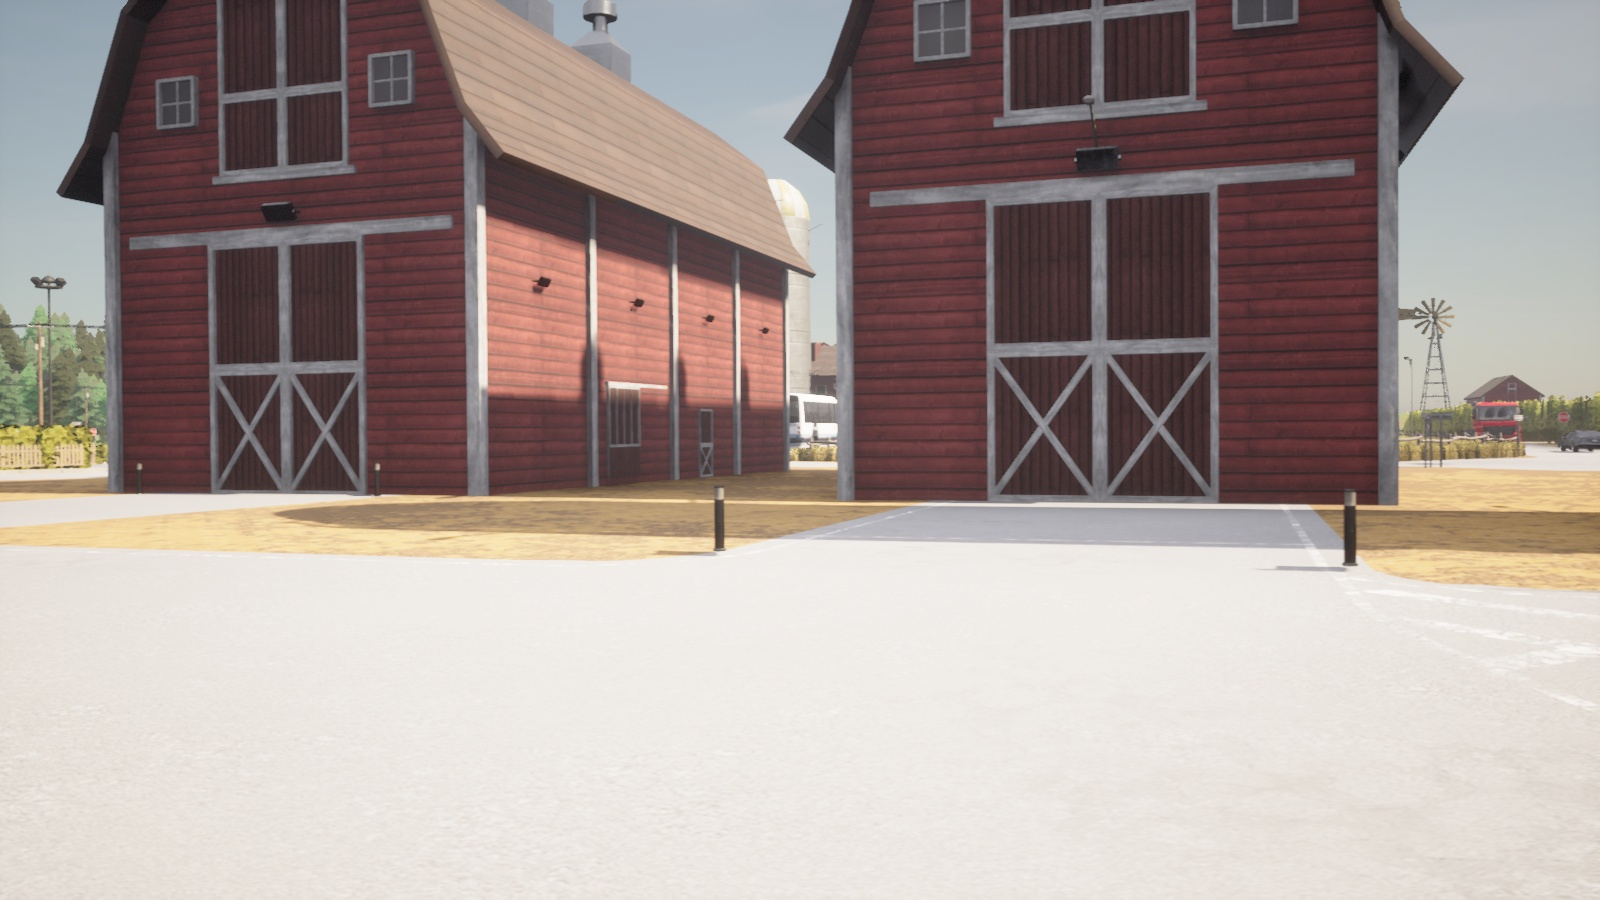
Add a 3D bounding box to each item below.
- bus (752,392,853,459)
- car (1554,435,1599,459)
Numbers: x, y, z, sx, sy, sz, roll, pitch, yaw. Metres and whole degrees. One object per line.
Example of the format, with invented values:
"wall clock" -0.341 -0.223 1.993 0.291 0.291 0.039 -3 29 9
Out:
"bus" 0.354 -1.662 86.105 3.944 4.253 10.273 0 1 18
"car" 50.080 -0.209 80.304 2.033 1.411 5.357 0 1 19
